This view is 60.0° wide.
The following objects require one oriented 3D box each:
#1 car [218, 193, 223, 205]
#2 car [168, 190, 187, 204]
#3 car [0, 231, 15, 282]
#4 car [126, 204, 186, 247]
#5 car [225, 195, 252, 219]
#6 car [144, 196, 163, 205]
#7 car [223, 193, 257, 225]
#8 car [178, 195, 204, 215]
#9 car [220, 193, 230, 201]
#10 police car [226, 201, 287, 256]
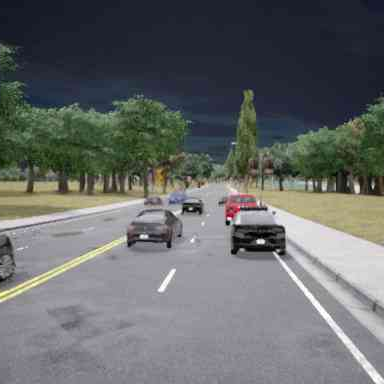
[{"bbox_3d":[4.728,1.188,47.473,1.895,1.301,4.718,0,1,6],"label":"car"},{"bbox_3d":[-1.926,0.822,47.257,2.150,2.045,5.566,0,1,5],"label":"car"},{"bbox_3d":[-5.778,1.338,6.727,2.097,1.767,4.553,0,0,5],"label":"car"},{"bbox_3d":[-1.555,1.493,14.689,1.812,1.442,4.674,0,0,5],"label":"car"},{"bbox_3d":[3.953,1.236,29.063,2.097,1.767,4.553,0,1,5],"label":"car"},{"bbox_3d":[-5.315,1.196,45.928,1.994,1.385,4.181,0,1,5],"label":"car"},{"bbox_3d":[3.392,1.159,23.151,2.150,2.045,5.566,0,0,5],"label":"car"},{"bbox_3d":[0.135,1.327,32.482,1.882,1.535,5.008,0,1,5],"label":"car"},{"bbox_3d":[6.194,0.890,62.951,1.895,1.301,4.718,0,1,5],"label":"car"},{"bbox_3d":[2.455,1.396,13.280,1.930,1.638,5.238,0,0,5],"label":"police car"}]
